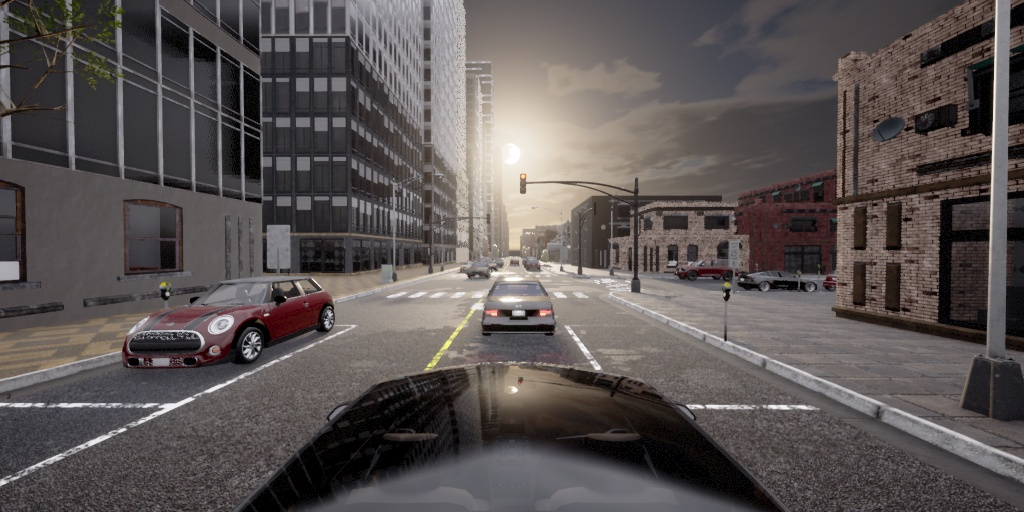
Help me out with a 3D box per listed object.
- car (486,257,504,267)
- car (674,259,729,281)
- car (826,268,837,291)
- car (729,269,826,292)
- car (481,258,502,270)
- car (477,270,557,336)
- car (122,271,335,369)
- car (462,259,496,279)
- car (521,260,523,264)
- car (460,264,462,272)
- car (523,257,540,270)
[{"bbox_3d":[-2.685,1.089,59.739,2.097,1.767,4.553,0,0,1],"label":"car"},{"bbox_3d":[16.713,1.164,30.889,5.009,1.841,2.192,0,0,1],"label":"car"},{"bbox_3d":[22.097,1.473,22.403,4.097,1.591,1.967,0,0,1],"label":"car"},{"bbox_3d":[16.550,1.546,22.512,4.313,1.339,1.948,0,0,1],"label":"car"},{"bbox_3d":[-2.793,1.287,47.123,2.033,1.411,5.357,0,0,0],"label":"car"},{"bbox_3d":[0.157,1.295,10.350,2.033,1.411,5.357,0,0,0],"label":"car"},{"bbox_3d":[-5.654,1.188,7.786,1.967,1.591,4.097,0,0,0],"label":"car"},{"bbox_3d":[-2.894,1.289,32.519,2.033,1.411,5.357,0,0,0],"label":"car"},{"bbox_3d":[3.099,1.051,62.553,2.192,1.841,5.009,0,0,0],"label":"car"},{"bbox_3d":[-5.534,1.265,45.564,1.751,1.417,4.829,0,0,0],"label":"car"},{"bbox_3d":[3.023,1.178,51.265,1.967,1.591,4.097,0,0,0],"label":"car"}]
